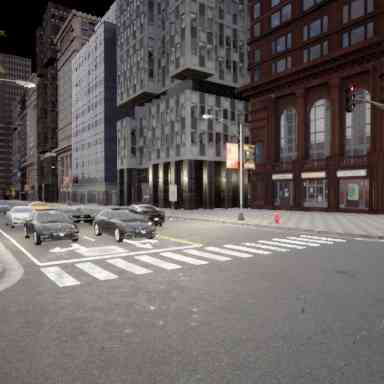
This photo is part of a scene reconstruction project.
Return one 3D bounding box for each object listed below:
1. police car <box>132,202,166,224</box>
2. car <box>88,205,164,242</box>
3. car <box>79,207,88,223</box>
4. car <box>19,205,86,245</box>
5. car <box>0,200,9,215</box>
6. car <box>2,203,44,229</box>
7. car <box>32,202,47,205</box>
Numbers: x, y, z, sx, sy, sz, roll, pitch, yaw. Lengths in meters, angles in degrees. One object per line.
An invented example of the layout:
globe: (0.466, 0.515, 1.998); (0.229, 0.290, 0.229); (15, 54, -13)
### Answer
police car: (-3.750, 1.559, 23.316); (1.930, 1.638, 5.238); (0, 0, -35)
car: (-3.577, 1.611, 17.173); (1.837, 1.490, 4.892); (0, 0, -35)
car: (-8.841, 1.787, 24.793); (1.895, 1.301, 4.718); (0, 0, -35)
car: (-7.040, 1.634, 16.467); (1.837, 1.490, 4.892); (0, 0, -35)
car: (-21.064, 1.740, 36.808); (2.097, 1.767, 4.553); (0, -1, -34)
car: (-12.142, 1.736, 23.855); (1.812, 1.442, 4.674); (0, 0, -35)
car: (-16.693, 1.815, 36.179); (1.882, 1.535, 5.008); (0, -1, -35)
